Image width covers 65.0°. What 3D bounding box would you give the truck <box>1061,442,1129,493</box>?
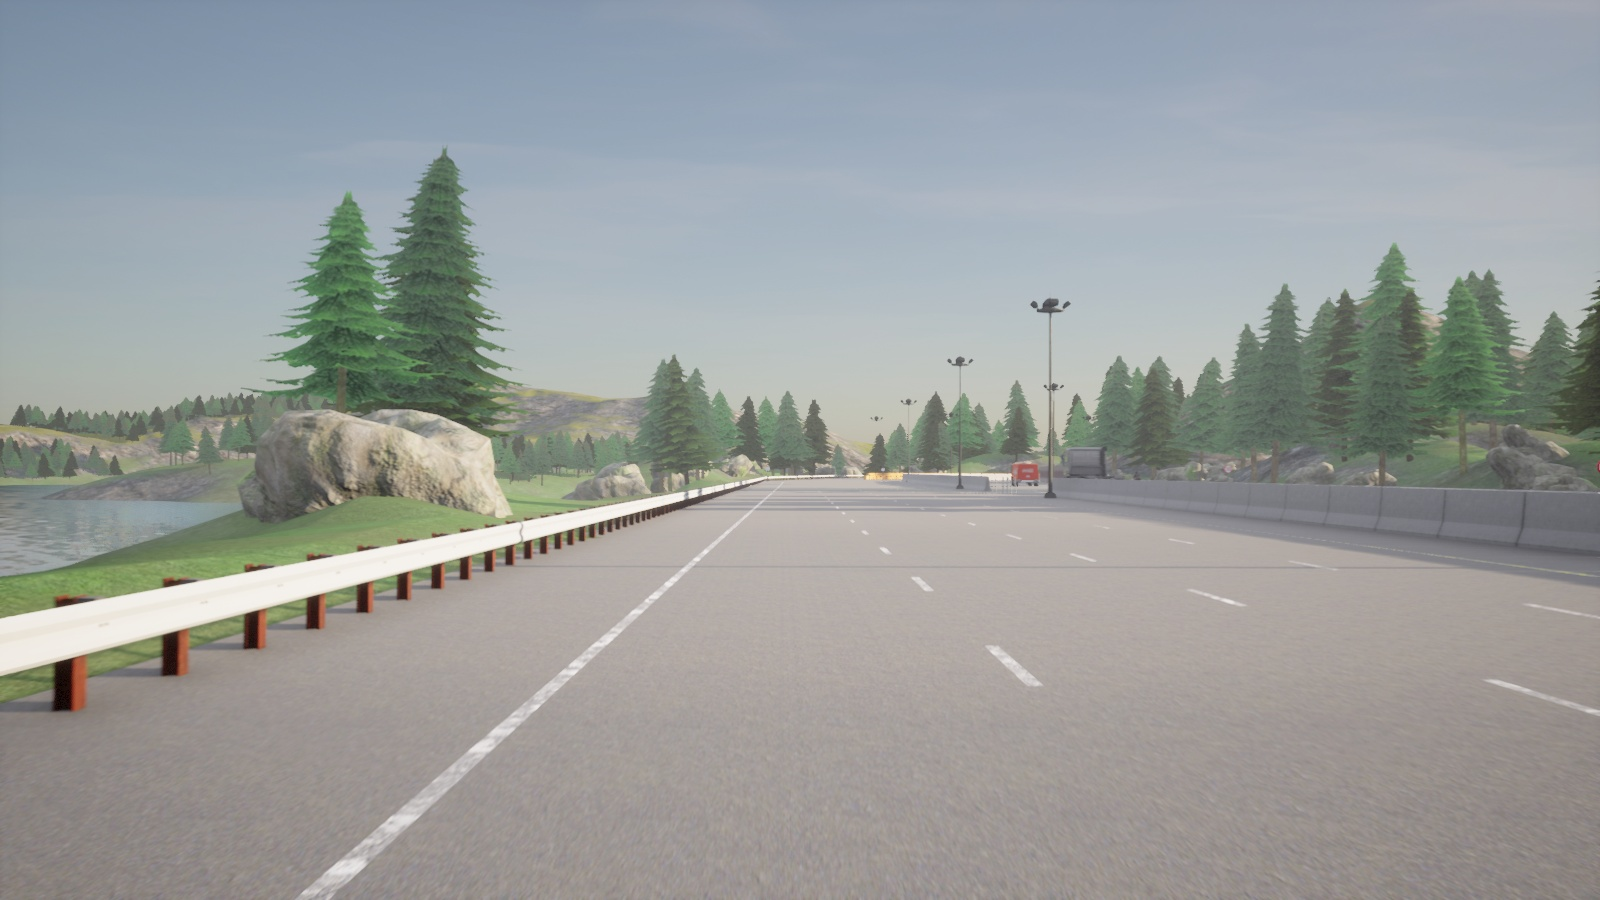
[{"bbox_3d":[20.786,1.238,88.922,2.891,3.462,7.936,0,-1,0],"label":"truck"}]
